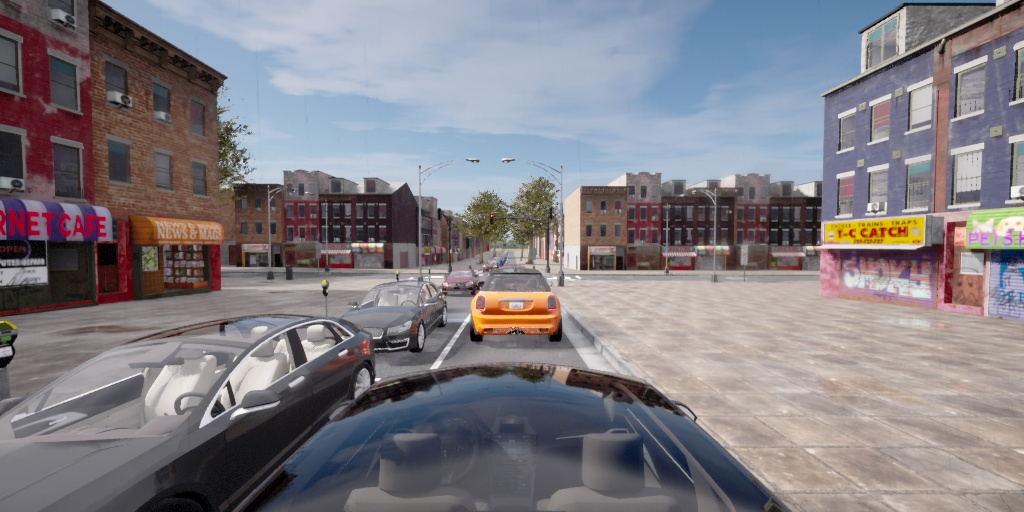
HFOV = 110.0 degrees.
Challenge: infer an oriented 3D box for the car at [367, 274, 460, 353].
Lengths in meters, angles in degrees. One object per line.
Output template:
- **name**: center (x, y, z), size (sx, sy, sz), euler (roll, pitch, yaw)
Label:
- **car**: center (-2.652, 1.299, 8.632), size (2.007, 1.370, 4.403), euler (0, 0, 0)

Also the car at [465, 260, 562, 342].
- **car**: center (0.085, 1.101, 9.941), size (2.097, 1.767, 4.553), euler (0, 0, 0)

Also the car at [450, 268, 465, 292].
- **car**: center (-2.671, 1.337, 19.526), size (1.802, 1.307, 4.207), euler (0, 0, 0)

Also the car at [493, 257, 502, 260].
- **car**: center (-2.719, 1.246, 46.301), size (1.967, 1.591, 4.097), euler (0, 0, 0)

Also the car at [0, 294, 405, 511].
- **car**: center (-2.643, 1.300, 3.183), size (2.007, 1.370, 4.403), euler (0, 0, 0)
